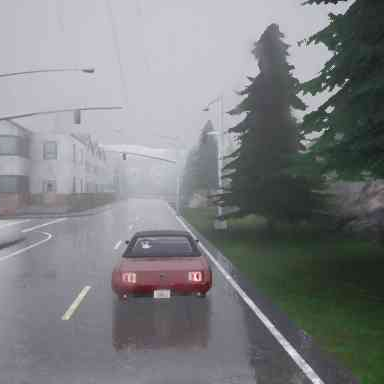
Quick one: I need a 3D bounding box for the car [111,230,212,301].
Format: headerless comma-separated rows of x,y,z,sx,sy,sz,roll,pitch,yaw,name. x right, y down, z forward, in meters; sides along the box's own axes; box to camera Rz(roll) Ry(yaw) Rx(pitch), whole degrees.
-0.741,1.601,8.359,1.895,1.301,4.718,0,0,-5,car
